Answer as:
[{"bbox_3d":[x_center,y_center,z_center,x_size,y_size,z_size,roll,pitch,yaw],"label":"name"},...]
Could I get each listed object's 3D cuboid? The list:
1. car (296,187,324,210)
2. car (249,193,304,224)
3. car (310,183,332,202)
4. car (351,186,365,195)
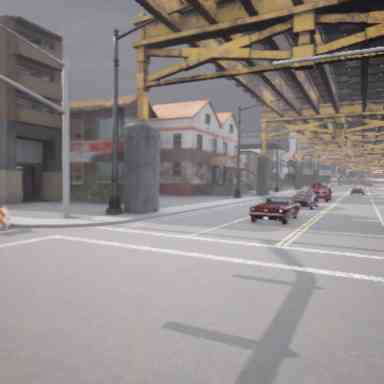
[{"bbox_3d":[9.497,0.611,27.925,2.033,1.411,5.357,2,2,27],"label":"car"},{"bbox_3d":[4.753,0.943,18.713,1.895,1.301,4.718,2,2,28],"label":"car"},{"bbox_3d":[14.402,-0.019,37.412,2.150,2.045,5.566,2,3,28],"label":"car"},{"bbox_3d":[26.528,-0.269,53.224,1.812,1.442,4.674,2,3,27],"label":"car"}]
